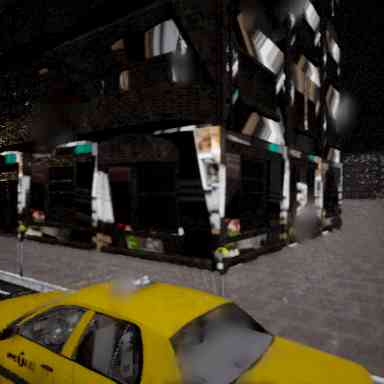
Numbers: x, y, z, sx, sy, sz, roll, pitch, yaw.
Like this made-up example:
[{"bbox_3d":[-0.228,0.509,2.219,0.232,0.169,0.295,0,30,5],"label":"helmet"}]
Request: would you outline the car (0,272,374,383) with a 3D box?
[{"bbox_3d":[-0.792,1.523,3.441,4.829,1.417,1.752,0,0,35],"label":"car"}]
